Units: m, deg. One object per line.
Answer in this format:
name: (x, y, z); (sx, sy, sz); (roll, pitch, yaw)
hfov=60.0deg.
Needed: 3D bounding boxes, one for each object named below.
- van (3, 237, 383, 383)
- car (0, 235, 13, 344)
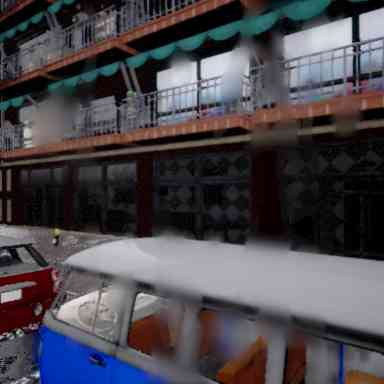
van: (0.528, 1.336, 2.358); (3.998, 1.788, 1.690); (0, 0, 36)
car: (-3.988, 1.404, 5.583); (4.097, 1.590, 1.967); (0, 0, 36)
